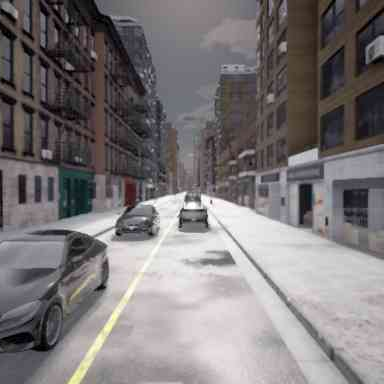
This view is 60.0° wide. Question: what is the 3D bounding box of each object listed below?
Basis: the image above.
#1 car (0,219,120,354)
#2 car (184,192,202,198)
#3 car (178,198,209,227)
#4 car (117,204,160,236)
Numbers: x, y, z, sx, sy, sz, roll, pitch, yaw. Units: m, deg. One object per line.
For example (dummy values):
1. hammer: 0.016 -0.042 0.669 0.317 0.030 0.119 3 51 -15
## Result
1. car: -2.843 1.496 6.259 1.812 1.442 4.674 0 0 0
2. car: 0.099 1.005 42.956 2.150 2.045 5.566 0 0 0
3. car: 0.100 1.386 21.674 2.128 1.511 4.902 0 0 0
4. car: -2.759 1.421 17.708 1.837 1.490 4.892 0 0 0
